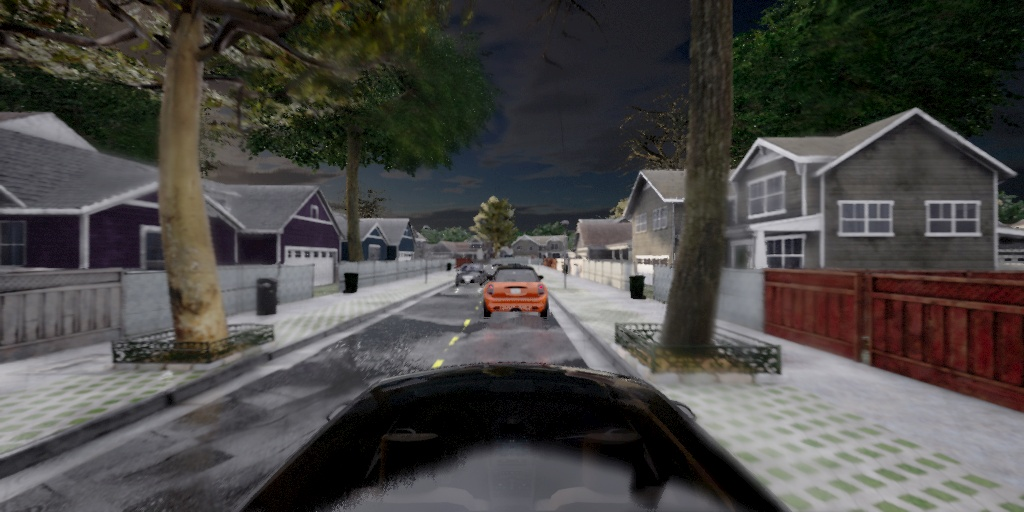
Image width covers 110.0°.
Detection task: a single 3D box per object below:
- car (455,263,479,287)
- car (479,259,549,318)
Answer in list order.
[{"bbox_3d":[-2.804,1.269,25.161,2.128,1.511,4.902,0,0,0],"label":"car"},{"bbox_3d":[0.120,1.113,13.202,2.097,1.767,4.553,0,0,0],"label":"car"}]
